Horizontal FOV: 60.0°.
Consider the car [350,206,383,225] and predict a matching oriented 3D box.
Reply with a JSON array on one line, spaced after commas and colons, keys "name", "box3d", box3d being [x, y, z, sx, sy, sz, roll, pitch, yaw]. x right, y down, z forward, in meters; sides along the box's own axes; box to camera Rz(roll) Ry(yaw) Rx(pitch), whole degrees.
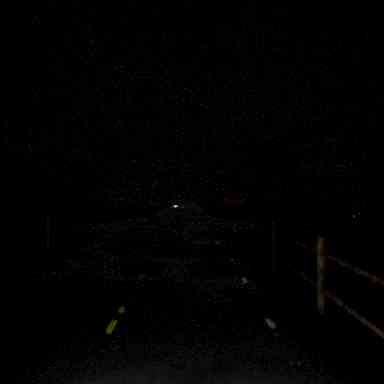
[{"name": "car", "box3d": [13.896, 1.732, 24.404, 4.181, 1.385, 1.994, 0, -3, 0]}]

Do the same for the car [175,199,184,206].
[{"name": "car", "box3d": [-2.722, 2.239, 73.574, 1.882, 1.535, 5.008, 0, -1, 0]}]
